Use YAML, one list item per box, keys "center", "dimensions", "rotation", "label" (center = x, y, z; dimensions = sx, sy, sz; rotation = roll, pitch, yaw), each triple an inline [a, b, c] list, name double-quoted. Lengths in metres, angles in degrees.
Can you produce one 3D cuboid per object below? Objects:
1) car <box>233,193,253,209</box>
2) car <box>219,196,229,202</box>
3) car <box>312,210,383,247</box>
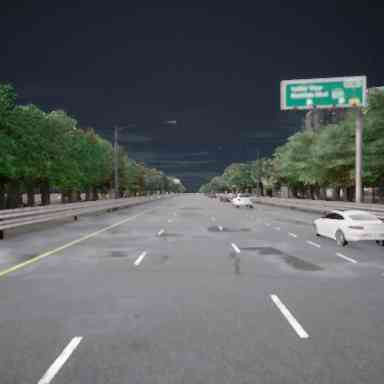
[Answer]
- center: [7.045, 1.214, 46.612]
  dimensions: [2.150, 2.045, 5.566]
  rotation: [0, 0, 0]
  label: "car"
- center: [7.078, 1.515, 73.672]
  dimensions: [1.812, 1.442, 4.674]
  rotation: [0, 0, 0]
  label: "car"
- center: [7.008, 1.533, 15.016]
  dimensions: [1.812, 1.442, 4.674]
  rotation: [0, 0, 0]
  label: "car"
